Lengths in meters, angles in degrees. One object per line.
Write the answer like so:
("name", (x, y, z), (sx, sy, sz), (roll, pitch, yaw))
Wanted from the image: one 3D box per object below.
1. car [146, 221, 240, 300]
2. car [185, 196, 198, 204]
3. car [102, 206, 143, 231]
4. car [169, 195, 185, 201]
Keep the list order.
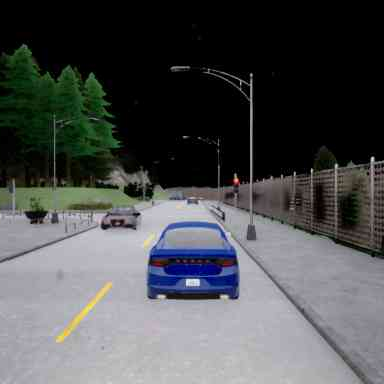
("car", (0.037, 1.478, 8.457), (1.882, 1.535, 5.008), (0, 0, 1))
("car", (0.120, 1.525, 62.458), (1.812, 1.442, 4.674), (0, 0, 0))
("car", (-4.190, 1.564, 20.486), (1.994, 1.385, 4.181), (0, 0, -2))
("car", (-3.810, 1.540, 87.951), (5.357, 1.411, 2.033), (0, 0, 40))
